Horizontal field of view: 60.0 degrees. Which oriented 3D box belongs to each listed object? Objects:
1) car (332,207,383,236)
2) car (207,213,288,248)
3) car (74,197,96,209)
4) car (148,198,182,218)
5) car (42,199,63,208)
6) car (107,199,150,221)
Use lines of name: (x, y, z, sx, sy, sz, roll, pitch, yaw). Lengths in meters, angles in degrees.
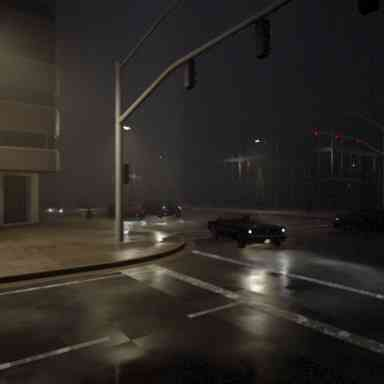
car: (9.628, 1.521, 16.897, 4.674, 1.442, 1.812, 0, 1, 33)
car: (2.296, 1.622, 14.959, 1.895, 1.301, 4.718, 0, -1, -17)
car: (-15.297, 1.521, 47.400, 1.882, 1.535, 5.008, 0, 0, -36)
car: (-2.821, 1.396, 30.307, 2.097, 1.767, 4.553, 0, 0, -36)
car: (-20.239, 1.647, 48.267, 1.895, 1.301, 4.718, 0, 0, -36)
car: (-5.787, 1.572, 28.465, 1.812, 1.442, 4.674, 0, 0, -37)
